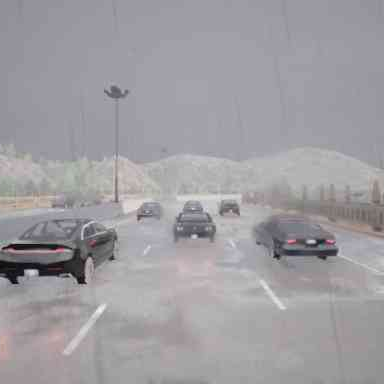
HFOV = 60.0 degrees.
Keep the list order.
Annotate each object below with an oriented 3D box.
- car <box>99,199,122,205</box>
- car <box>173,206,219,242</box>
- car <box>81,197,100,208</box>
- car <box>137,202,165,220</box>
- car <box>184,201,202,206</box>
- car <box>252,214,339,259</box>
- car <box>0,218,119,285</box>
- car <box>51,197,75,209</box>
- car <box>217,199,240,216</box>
[{"bbox_3d":[-10.577,1.608,44.756,1.895,1.301,4.718,0,0,0],"label":"car"},{"bbox_3d":[0.104,1.603,16.437,1.895,1.301,4.718,0,0,0],"label":"car"},{"bbox_3d":[-14.068,1.498,46.648,2.128,1.511,4.902,0,0,0],"label":"car"},{"bbox_3d":[-3.393,1.552,27.786,2.033,1.411,5.357,0,0,0],"label":"car"},{"bbox_3d":[0.109,1.569,33.922,1.994,1.385,4.181,0,0,0],"label":"car"},{"bbox_3d":[3.604,1.549,12.577,2.033,1.411,5.357,0,0,0],"label":"car"},{"bbox_3d":[-3.397,1.493,9.466,2.128,1.511,4.902,0,0,0],"label":"car"},{"bbox_3d":[-17.571,1.511,45.468,1.837,1.490,4.892,0,0,0],"label":"car"},{"bbox_3d":[3.608,1.510,33.274,1.837,1.490,4.892,0,0,0],"label":"car"}]
